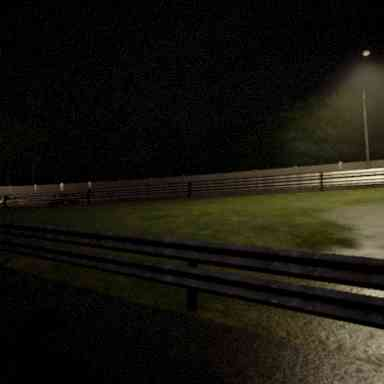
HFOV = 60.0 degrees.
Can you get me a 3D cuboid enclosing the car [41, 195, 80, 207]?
[{"bbox_3d":[-15.627,0.932,39.565,4.892,1.490,1.837,-4,-2,19],"label":"car"}]
